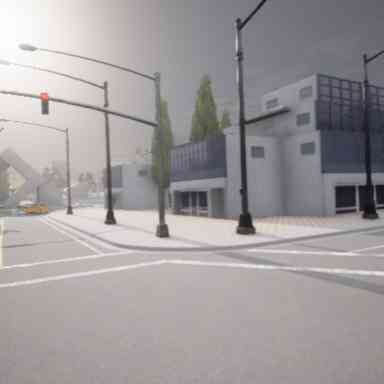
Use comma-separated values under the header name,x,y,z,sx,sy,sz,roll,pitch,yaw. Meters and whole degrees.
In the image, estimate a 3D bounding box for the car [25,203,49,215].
name,x,y,z,sx,sy,sz,roll,pitch,yaw
car,-21.406,2.298,46.107,1.882,1.535,5.008,-2,0,-8
